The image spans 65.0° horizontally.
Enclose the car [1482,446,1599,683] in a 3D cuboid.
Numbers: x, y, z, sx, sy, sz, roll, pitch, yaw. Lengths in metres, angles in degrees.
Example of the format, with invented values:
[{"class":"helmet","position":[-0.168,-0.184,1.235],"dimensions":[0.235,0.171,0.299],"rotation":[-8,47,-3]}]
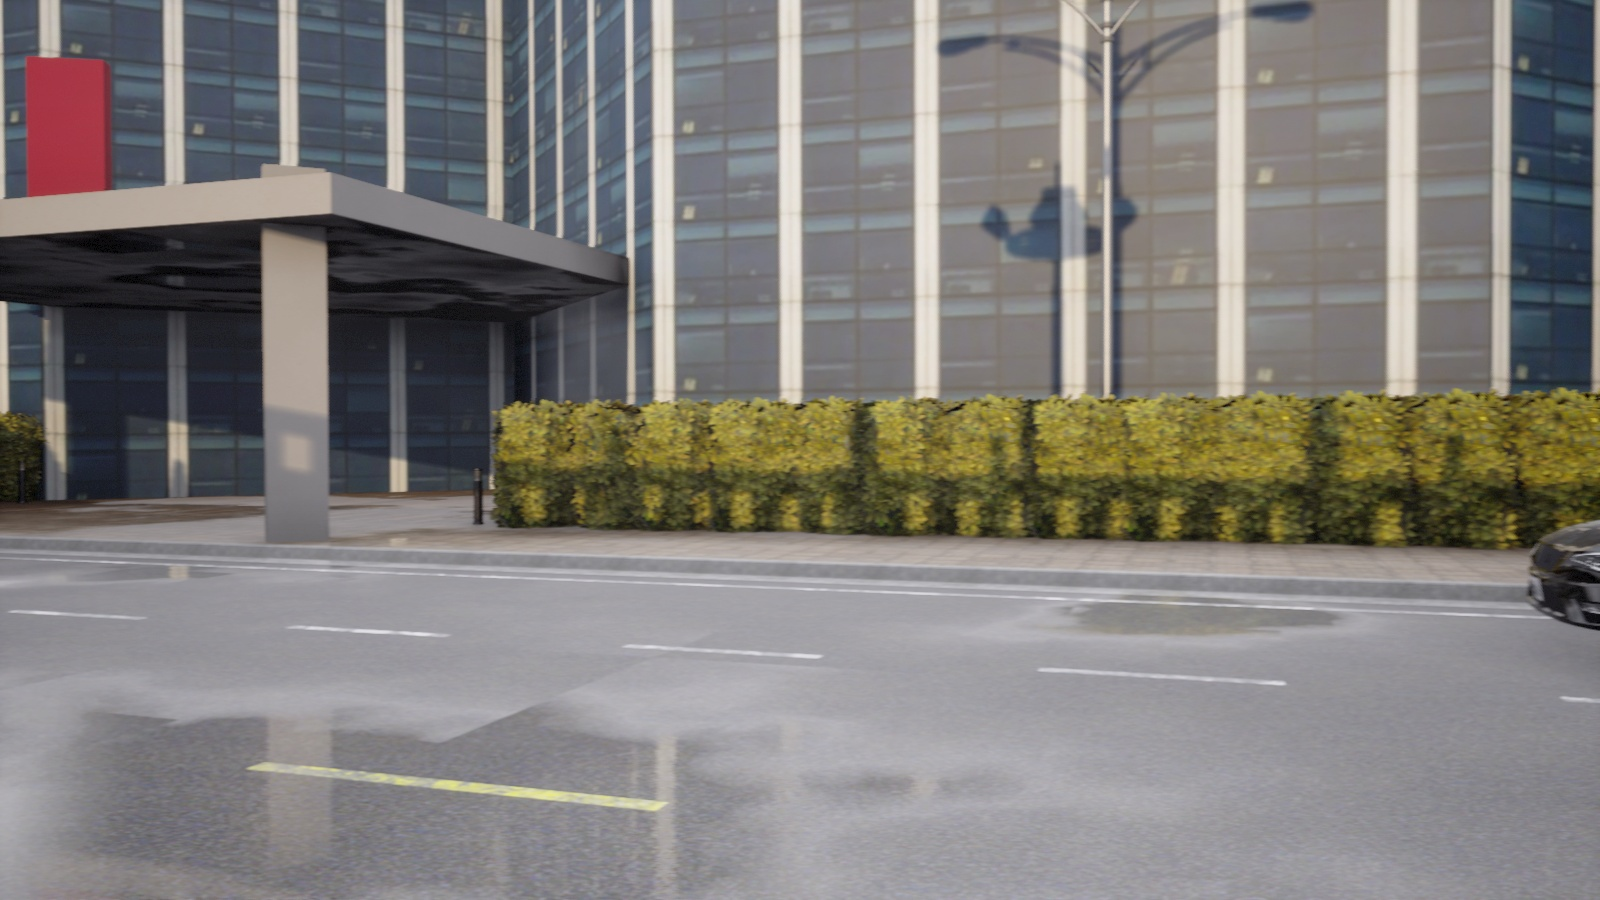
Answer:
[{"class":"car","position":[6.997,0.735,8.217],"dimensions":[4.193,1.474,1.816],"rotation":[1,1,19]}]
